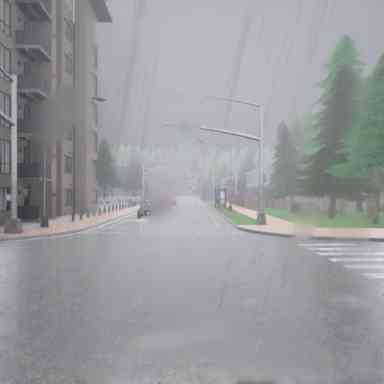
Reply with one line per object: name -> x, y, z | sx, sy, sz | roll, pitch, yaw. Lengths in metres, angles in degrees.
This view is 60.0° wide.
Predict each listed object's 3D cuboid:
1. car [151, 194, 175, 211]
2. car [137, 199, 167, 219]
car -> -3.607, 1.221, 40.103 | 2.150, 2.045, 5.566 | 0, 0, 0
car -> -3.604, 1.564, 29.446 | 1.994, 1.385, 4.181 | 0, 0, 0
